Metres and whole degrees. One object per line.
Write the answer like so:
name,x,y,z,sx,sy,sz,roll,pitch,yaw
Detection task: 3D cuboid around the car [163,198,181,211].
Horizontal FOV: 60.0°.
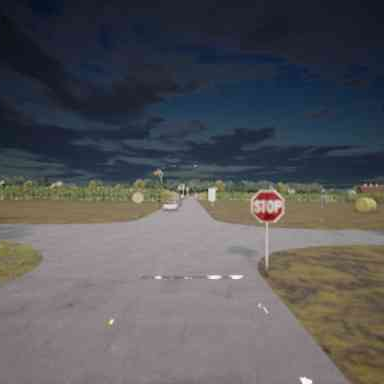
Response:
car,-2.838,1.892,44.749,1.895,1.301,4.718,0,-1,0
